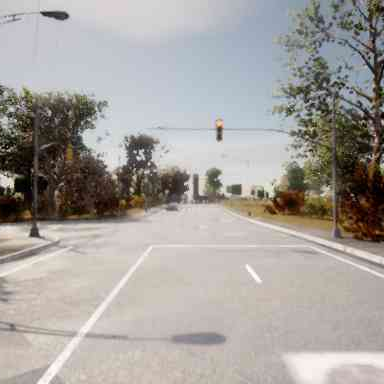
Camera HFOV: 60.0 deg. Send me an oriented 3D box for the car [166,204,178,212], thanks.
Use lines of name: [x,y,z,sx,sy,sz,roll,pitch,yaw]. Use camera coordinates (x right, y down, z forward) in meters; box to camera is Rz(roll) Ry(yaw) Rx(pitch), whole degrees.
car: [-3.555,2.809,59.951,1.994,1.385,4.181,0,0,0]
